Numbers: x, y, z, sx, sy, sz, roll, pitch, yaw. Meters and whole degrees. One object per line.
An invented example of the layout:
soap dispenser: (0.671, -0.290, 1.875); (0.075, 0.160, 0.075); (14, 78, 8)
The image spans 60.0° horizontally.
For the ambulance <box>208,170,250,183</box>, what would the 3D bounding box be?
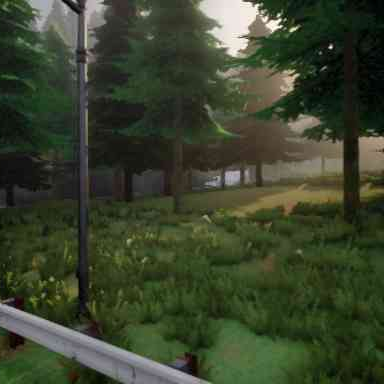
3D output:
ambulance: (4.776, -1.398, 44.299); (6.366, 2.431, 2.351); (-5, -1, 12)
